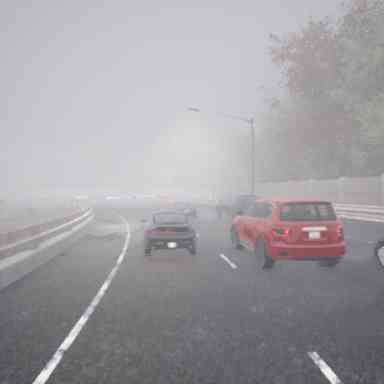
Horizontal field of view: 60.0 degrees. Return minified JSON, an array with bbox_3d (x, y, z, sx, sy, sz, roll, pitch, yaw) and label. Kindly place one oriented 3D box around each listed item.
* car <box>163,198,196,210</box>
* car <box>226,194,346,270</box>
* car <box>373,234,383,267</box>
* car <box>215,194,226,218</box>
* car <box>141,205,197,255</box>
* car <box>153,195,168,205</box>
[{"bbox_3d":[-0.958,1.550,29.926,1.994,1.385,4.181,0,0,-16],"label":"car"},{"bbox_3d":[2.873,1.195,11.192,2.150,2.045,5.566,0,0,-6],"label":"car"},{"bbox_3d":[6.599,1.457,8.220,1.837,1.490,4.892,0,0,-5],"label":"car"},{"bbox_3d":[3.590,1.180,26.802,2.150,2.045,5.566,0,0,-14],"label":"car"},{"bbox_3d":[-0.968,1.502,13.393,1.837,1.490,4.892,0,0,-7],"label":"car"},{"bbox_3d":[-4.882,1.348,53.750,2.097,1.767,4.553,0,0,-17],"label":"car"}]
